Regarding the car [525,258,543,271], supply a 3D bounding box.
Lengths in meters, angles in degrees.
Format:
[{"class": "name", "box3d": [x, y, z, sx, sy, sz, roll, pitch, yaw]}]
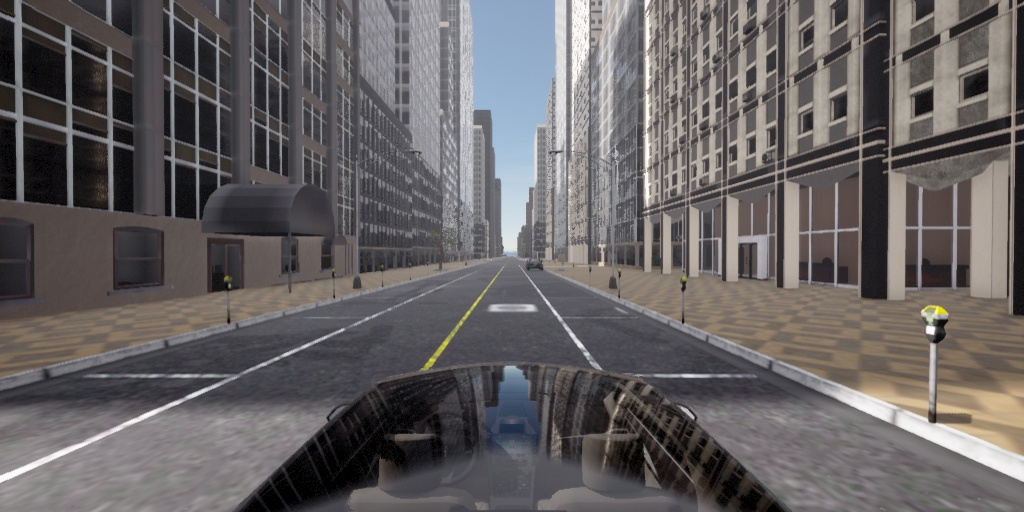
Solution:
[{"class": "car", "box3d": [3.114, 1.071, 49.781, 2.097, 1.767, 4.553, 0, 0, 0]}]
